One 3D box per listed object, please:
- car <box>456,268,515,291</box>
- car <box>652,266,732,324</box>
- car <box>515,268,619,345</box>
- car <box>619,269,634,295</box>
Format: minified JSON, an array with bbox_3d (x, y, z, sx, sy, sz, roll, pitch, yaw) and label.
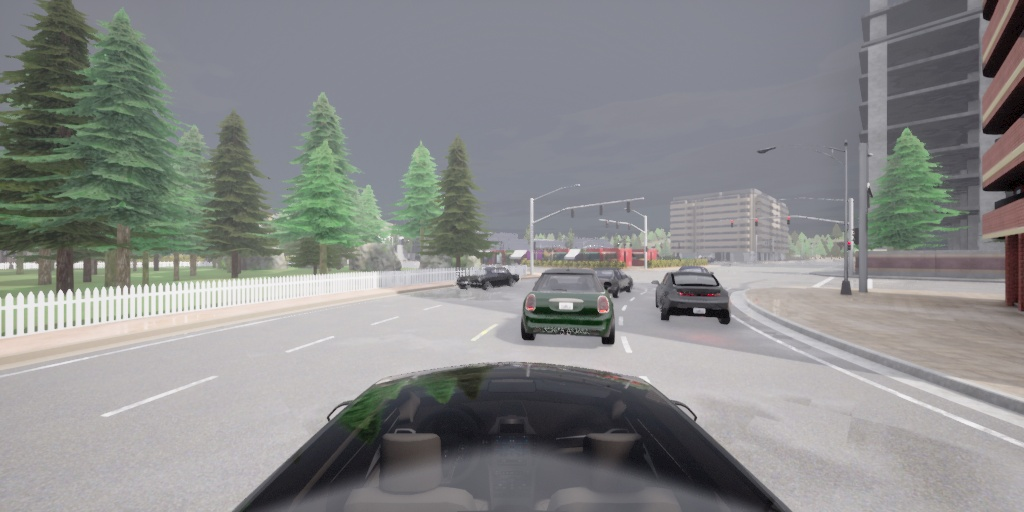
[{"bbox_3d":[-1.403,1.406,22.142,1.895,1.301,4.718,0,0,29],"label":"car"},{"bbox_3d":[5.928,1.259,12.117,1.837,1.490,4.892,0,0,19],"label":"car"},{"bbox_3d":[1.636,1.104,9.842,2.097,1.767,4.553,0,0,13],"label":"car"},{"bbox_3d":[4.911,1.303,18.585,2.033,1.411,5.357,0,0,29],"label":"car"}]
